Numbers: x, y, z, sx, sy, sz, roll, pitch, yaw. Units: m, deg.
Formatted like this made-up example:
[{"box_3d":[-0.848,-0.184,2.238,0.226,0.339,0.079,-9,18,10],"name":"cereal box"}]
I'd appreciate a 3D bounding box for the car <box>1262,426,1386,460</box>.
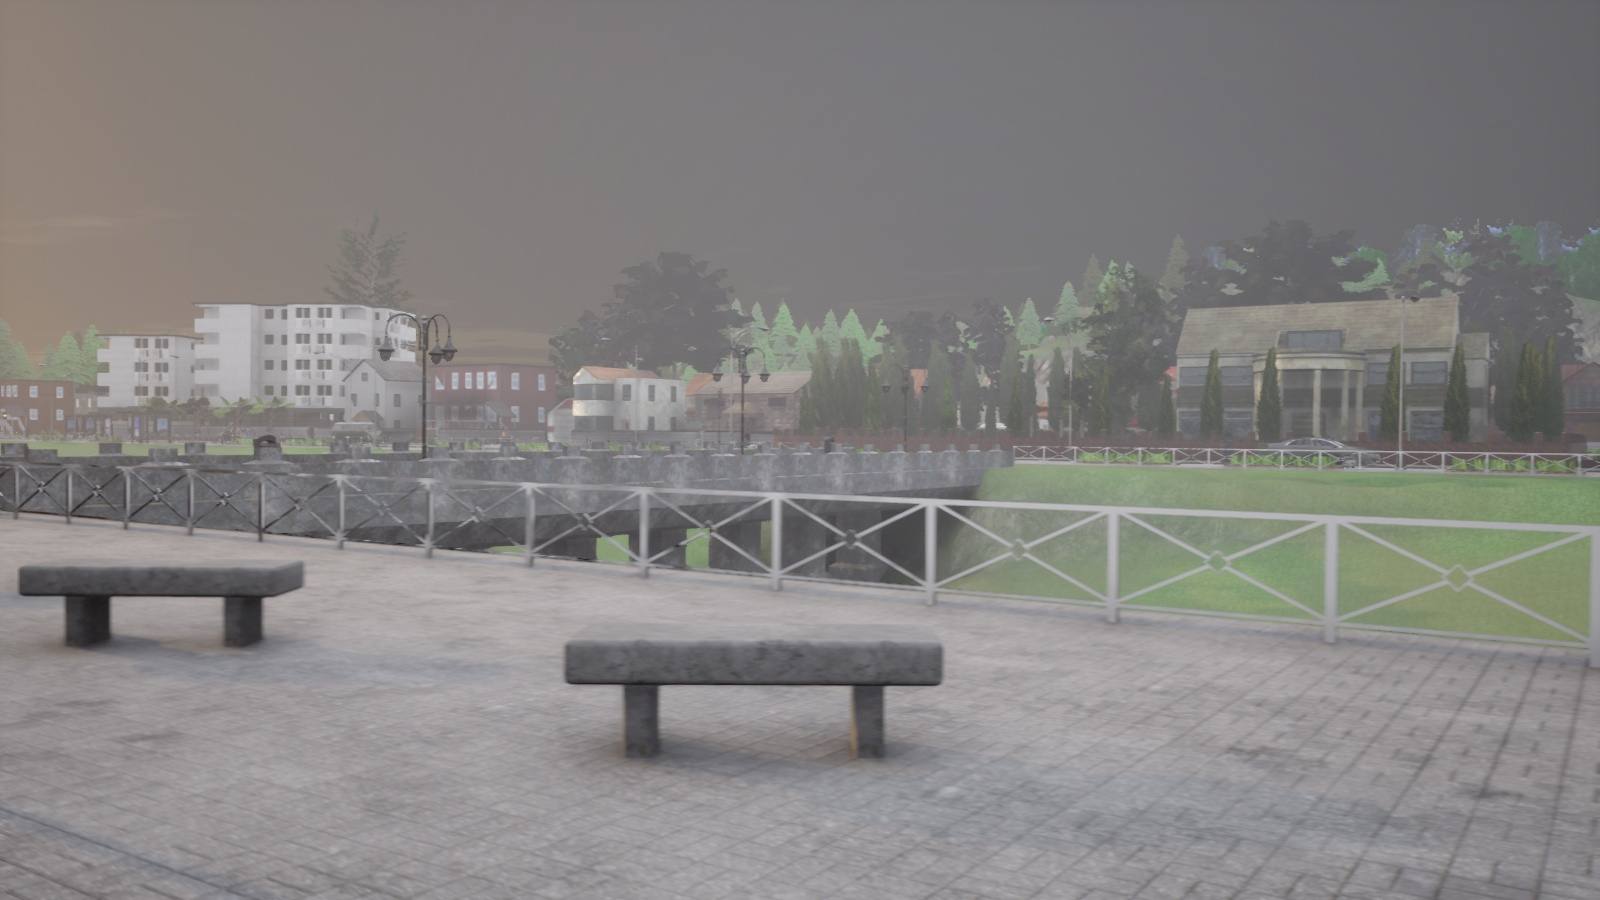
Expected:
[{"box_3d":[23.981,-0.315,57.522,4.902,1.511,2.128,0,1,34],"name":"car"}]
